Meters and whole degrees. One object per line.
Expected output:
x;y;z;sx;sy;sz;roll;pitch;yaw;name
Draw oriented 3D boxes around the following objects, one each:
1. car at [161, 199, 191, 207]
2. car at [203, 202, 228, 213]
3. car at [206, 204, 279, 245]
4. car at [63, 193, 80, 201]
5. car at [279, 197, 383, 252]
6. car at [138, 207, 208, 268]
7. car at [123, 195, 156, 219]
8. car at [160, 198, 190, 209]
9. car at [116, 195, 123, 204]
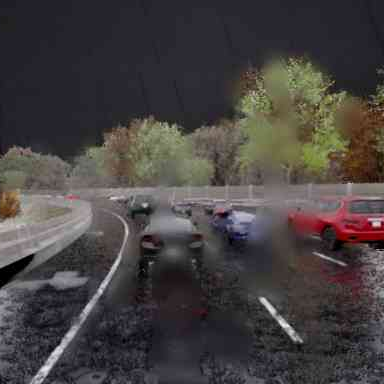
-1.438;1.510;31.206;2.128;1.511;4.902;0;0;-17;car
2.409;1.565;30.522;1.994;1.385;4.181;0;0;-16;car
2.142;1.524;15.429;1.812;1.442;4.674;0;0;-9;car
-29.906;1.369;82.658;5.566;2.045;2.150;0;0;43;car
5.941;1.204;14.071;2.150;2.045;5.566;0;0;-8;car
-0.786;1.485;11.430;1.882;1.535;5.008;0;0;-6;car
-4.663;1.251;30.006;2.150;2.045;5.566;0;0;-17;car
-2.344;1.575;45.581;1.895;1.301;4.718;0;0;-35;car
-12.729;1.372;63.073;2.097;1.767;4.553;-1;0;-34;car
